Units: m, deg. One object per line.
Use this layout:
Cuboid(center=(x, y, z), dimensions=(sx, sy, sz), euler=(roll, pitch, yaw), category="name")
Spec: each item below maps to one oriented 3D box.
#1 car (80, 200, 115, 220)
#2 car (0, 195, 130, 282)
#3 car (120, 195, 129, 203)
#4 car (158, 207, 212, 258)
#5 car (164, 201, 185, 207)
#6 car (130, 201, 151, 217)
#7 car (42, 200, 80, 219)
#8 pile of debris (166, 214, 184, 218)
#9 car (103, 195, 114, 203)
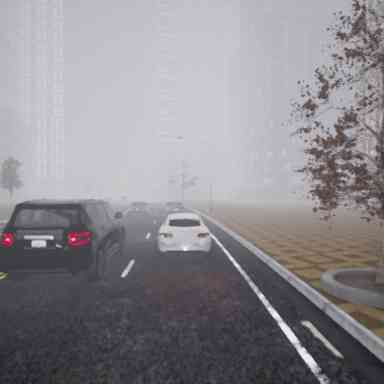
Cuboid(center=(-8.189, 1.513, 29.309), dimensions=(2.033, 1.411, 5.357), euler=(0, 0, -5), category="car")
Cuboid(center=(-3.431, 1.211, 9.899), dimensions=(2.150, 2.045, 5.566), euler=(0, 0, -2), category="car")
Cuboid(center=(-14.254, 1.413, 70.192), dimensions=(1.837, 1.490, 4.892), euler=(0, 0, -11), category="car")
Cuboid(center=(-0.312, 1.513, 12.663), dimensions=(1.812, 1.442, 4.674), euler=(0, 0, -2), category="car")
Cuboid(center=(-1.565, 1.515, 30.331), dimensions=(2.033, 1.411, 5.357), euler=(0, 0, -6), category="car")
Cuboid(center=(-4.823, 1.514, 30.341), dimensions=(2.033, 1.411, 5.357), euler=(0, 0, -6), category="car")
Cuboid(center=(-11.478, 1.470, 29.418), dimensions=(1.837, 1.490, 4.892), euler=(0, 0, -5), category="car")
Cuboid(center=(-1.565, 2.143, 29.662), dimensions=(1.500, 0.140, 1.860), euler=(0, 0, -5), category="pile of debris")
Cuboid(center=(-17.597, 1.453, 70.310), dimensions=(2.033, 1.411, 5.357), euler=(0, 0, -12), category="car")
